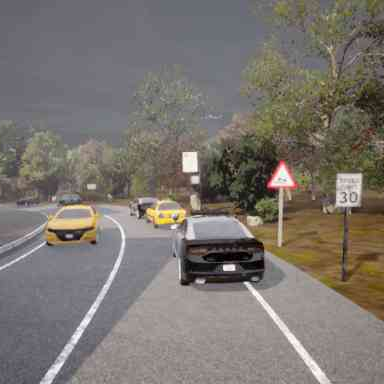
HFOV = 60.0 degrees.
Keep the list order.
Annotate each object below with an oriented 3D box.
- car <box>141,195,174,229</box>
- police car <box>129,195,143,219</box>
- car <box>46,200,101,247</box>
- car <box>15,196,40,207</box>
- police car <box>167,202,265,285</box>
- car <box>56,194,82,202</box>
[{"bbox_3d":[-1.602,1.169,19.685,1.801,1.575,5.366,-2,1,-16],"label":"car"},{"bbox_3d":[-3.590,1.063,25.549,1.930,1.638,5.238,-2,1,-21],"label":"police car"},{"bbox_3d":[-5.097,1.347,14.760,1.882,1.535,5.008,-1,1,-13],"label":"car"},{"bbox_3d":[-26.684,1.491,53.775,5.008,1.535,1.882,-2,3,34],"label":"car"},{"bbox_3d":[0.465,1.303,9.367,1.930,1.638,5.238,-1,1,-7],"label":"police car"},{"bbox_3d":[-16.468,1.057,44.517,2.097,1.767,4.553,-5,3,-42],"label":"car"}]
